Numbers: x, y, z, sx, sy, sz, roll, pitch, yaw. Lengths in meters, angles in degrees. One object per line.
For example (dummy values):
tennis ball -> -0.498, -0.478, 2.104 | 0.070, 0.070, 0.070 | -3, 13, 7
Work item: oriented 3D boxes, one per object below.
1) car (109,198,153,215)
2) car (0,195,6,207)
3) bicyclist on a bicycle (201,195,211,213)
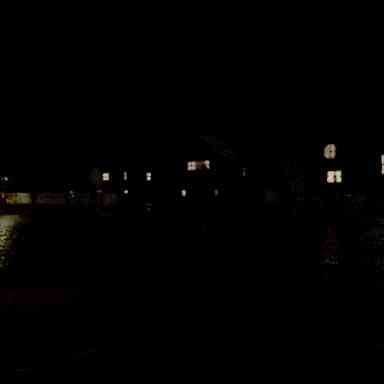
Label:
car -> -6.081, 1.380, 32.793 | 4.902, 1.511, 2.128 | 0, 3, 35
car -> -27.265, 1.152, 44.647 | 4.553, 1.767, 2.097 | 0, 2, 24
bicyclist on a bicycle -> 1.315, 1.104, 31.075 | 0.582, 1.620, 1.656 | 0, 3, 38
